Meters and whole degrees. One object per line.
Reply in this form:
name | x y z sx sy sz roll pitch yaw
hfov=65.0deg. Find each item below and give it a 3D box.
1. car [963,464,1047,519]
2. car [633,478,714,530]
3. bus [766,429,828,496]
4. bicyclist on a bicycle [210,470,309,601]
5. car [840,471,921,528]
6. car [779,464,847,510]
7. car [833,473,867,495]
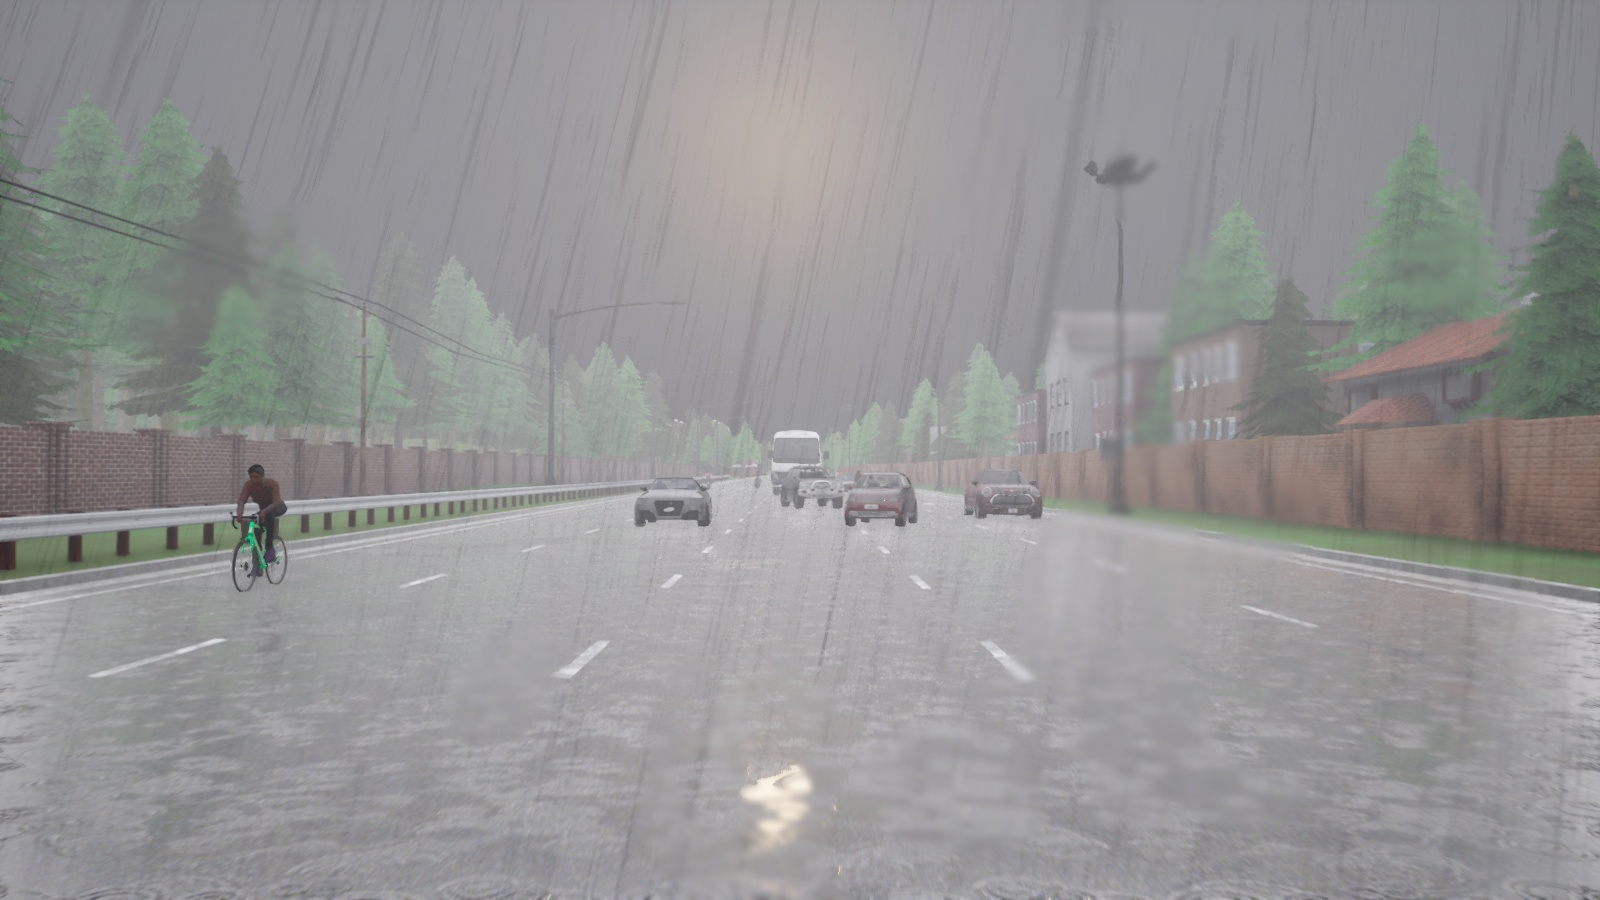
car | 6.889 1.363 42.677 2.097 1.767 4.553 0 -1 0
car | -3.563 1.499 36.048 1.994 1.385 4.181 0 -1 -1
bus | -0.223 0.869 85.085 3.944 4.253 10.273 0 -1 0
bicyclist on a bicycle | -7.040 1.072 16.443 0.582 1.620 1.656 0 -1 0
car | 2.395 1.399 36.629 1.789 1.549 3.705 0 -1 13
car | 0.501 1.521 53.036 1.932 1.855 4.605 0 -1 -12
car | 3.287 2.251 83.415 2.033 1.411 5.357 0 -1 0
